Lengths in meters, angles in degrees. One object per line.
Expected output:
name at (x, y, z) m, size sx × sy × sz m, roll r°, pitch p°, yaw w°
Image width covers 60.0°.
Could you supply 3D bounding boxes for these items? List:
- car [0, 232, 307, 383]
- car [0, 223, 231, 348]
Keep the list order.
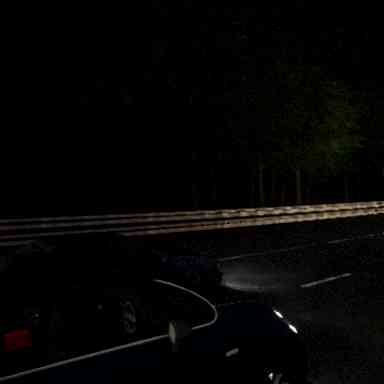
car at (-1.012, 1.352, 3.023) m, size 4.553 × 1.767 × 2.097 m, roll 0°, pitch 0°, yaw -35°
car at (-1.898, 1.548, 6.692) m, size 5.357 × 1.411 × 2.033 m, roll 0°, pitch 0°, yaw -36°
